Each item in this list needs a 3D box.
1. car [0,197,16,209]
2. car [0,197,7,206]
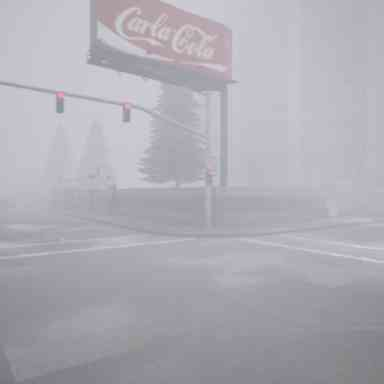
[{"bbox_3d":[-25.726,1.500,46.171,2.128,1.511,4.902,0,0,-36],"label":"car"},{"bbox_3d":[-31.210,1.534,53.626,1.812,1.442,4.674,0,0,-36],"label":"car"}]
